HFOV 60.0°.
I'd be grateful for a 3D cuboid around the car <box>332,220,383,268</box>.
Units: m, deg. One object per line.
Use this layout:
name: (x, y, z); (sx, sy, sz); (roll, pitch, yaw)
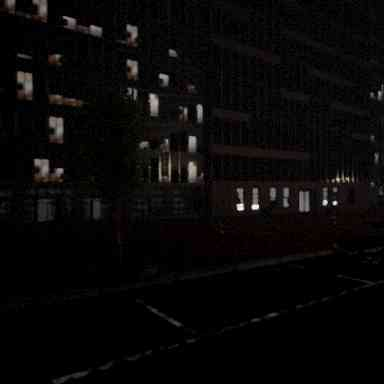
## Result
car: (6.486, 1.635, 11.195); (4.403, 1.369, 2.008); (1, -1, -35)
